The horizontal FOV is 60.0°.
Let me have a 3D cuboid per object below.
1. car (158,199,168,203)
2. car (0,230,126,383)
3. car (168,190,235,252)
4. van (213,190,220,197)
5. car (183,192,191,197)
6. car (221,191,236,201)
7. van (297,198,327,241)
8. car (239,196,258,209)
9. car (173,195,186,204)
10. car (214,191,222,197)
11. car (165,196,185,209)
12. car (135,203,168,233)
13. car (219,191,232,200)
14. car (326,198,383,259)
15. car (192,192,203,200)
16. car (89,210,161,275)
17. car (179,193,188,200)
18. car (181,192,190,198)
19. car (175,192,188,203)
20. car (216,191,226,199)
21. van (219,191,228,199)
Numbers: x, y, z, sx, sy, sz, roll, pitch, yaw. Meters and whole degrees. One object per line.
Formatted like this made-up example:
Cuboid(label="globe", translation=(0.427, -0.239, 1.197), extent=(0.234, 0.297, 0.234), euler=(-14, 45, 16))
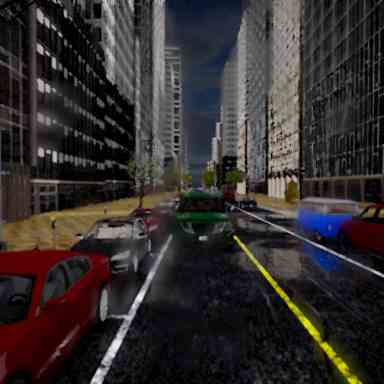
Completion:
Cuboid(label="car", translation=(-2.064, 1.279, 26.929), extent=(2.008, 1.369, 4.403), euler=(0, 1, 1))
Cuboid(label="car", translation=(-2.300, 1.499, 4.197), extent=(1.887, 1.381, 4.507), euler=(0, 1, 1))
Cuboid(label="car", translation=(0.396, 1.077, 13.575), extent=(2.150, 2.045, 5.566), euler=(0, 2, 1))
Cuboid(label="van", translation=(7.025, 0.392, 95.036), extent=(1.690, 1.788, 3.998), euler=(0, 1, 1))
Cuboid(label="car", translation=(-1.412, 0.651, 89.443), extent=(2.008, 1.369, 4.403), euler=(0, 1, 1))
Cuboid(label="car", translation=(6.670, 0.712, 60.938), extent=(2.192, 1.841, 5.009), euler=(0, 1, 1))
Cuboid(label="van", translation=(6.196, 1.192, 15.474), extent=(1.690, 1.788, 3.998), euler=(0, 1, 1))
Cuboid(label="car", translation=(6.435, 1.175, 38.208), extent=(2.008, 1.369, 4.403), euler=(0, 1, 1))
Cuboid(label="car", translation=(-1.827, 1.083, 49.661), extent=(1.802, 1.307, 4.206), euler=(0, 1, 1))
Cuboid(label="car", translation=(6.966, 0.549, 89.355), extent=(1.967, 1.590, 4.097), euler=(0, 1, 1))
Cuboid(label="car", translation=(-1.945, 1.165, 38.295), extent=(2.008, 1.369, 4.403), euler=(0, 1, 1))
Cuboid(label="car", translation=(-2.182, 1.423, 15.563), extent=(1.802, 1.307, 4.206), euler=(0, 1, 1))
Cuboid(label="car", translation=(6.729, 0.654, 66.622), extent=(2.192, 1.841, 5.009), euler=(0, 1, 1))
Cuboid(label="car", translation=(6.137, 1.222, 9.790), extent=(2.192, 1.841, 5.009), euler=(0, 1, 1))
Cuboid(label="car", translation=(1.050, 0.823, 66.960), extent=(2.128, 1.511, 4.902), euler=(0, 0, 1))
Cuboid(label="car", translation=(-2.242, 1.449, 9.880), extent=(2.008, 1.369, 4.403), euler=(0, 1, 1))
Cuboid(label="car", translation=(-1.651, 0.857, 66.540), extent=(1.752, 1.417, 4.829), euler=(0, 1, 1))
Cuboid(label="car", translation=(-1.531, 0.781, 78.077), extent=(1.947, 1.339, 4.313), euler=(0, 1, 1))
Cuboid(label="car", translation=(-1.768, 0.884, 55.343), extent=(1.967, 1.590, 4.097), euler=(0, 1, 1))
Cuboid(label="car", translation=(6.849, 0.665, 77.988), extent=(1.967, 1.590, 4.097), euler=(0, 1, 1))
Cuboid(label="van", translation=(6.788, 0.623, 72.304), extent=(1.690, 1.788, 3.998), euler=(0, 1, 1))
